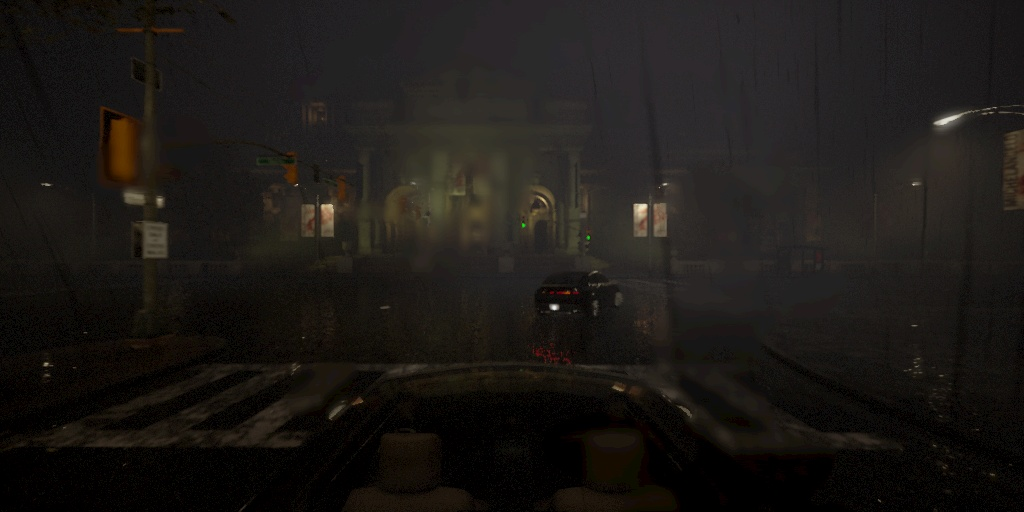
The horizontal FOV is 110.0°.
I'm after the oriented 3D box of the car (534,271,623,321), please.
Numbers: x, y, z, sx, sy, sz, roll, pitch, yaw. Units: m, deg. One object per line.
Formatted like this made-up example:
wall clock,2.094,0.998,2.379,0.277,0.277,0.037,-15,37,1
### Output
car,2.478,1.253,12.679,1.837,1.490,4.892,-2,-1,30
